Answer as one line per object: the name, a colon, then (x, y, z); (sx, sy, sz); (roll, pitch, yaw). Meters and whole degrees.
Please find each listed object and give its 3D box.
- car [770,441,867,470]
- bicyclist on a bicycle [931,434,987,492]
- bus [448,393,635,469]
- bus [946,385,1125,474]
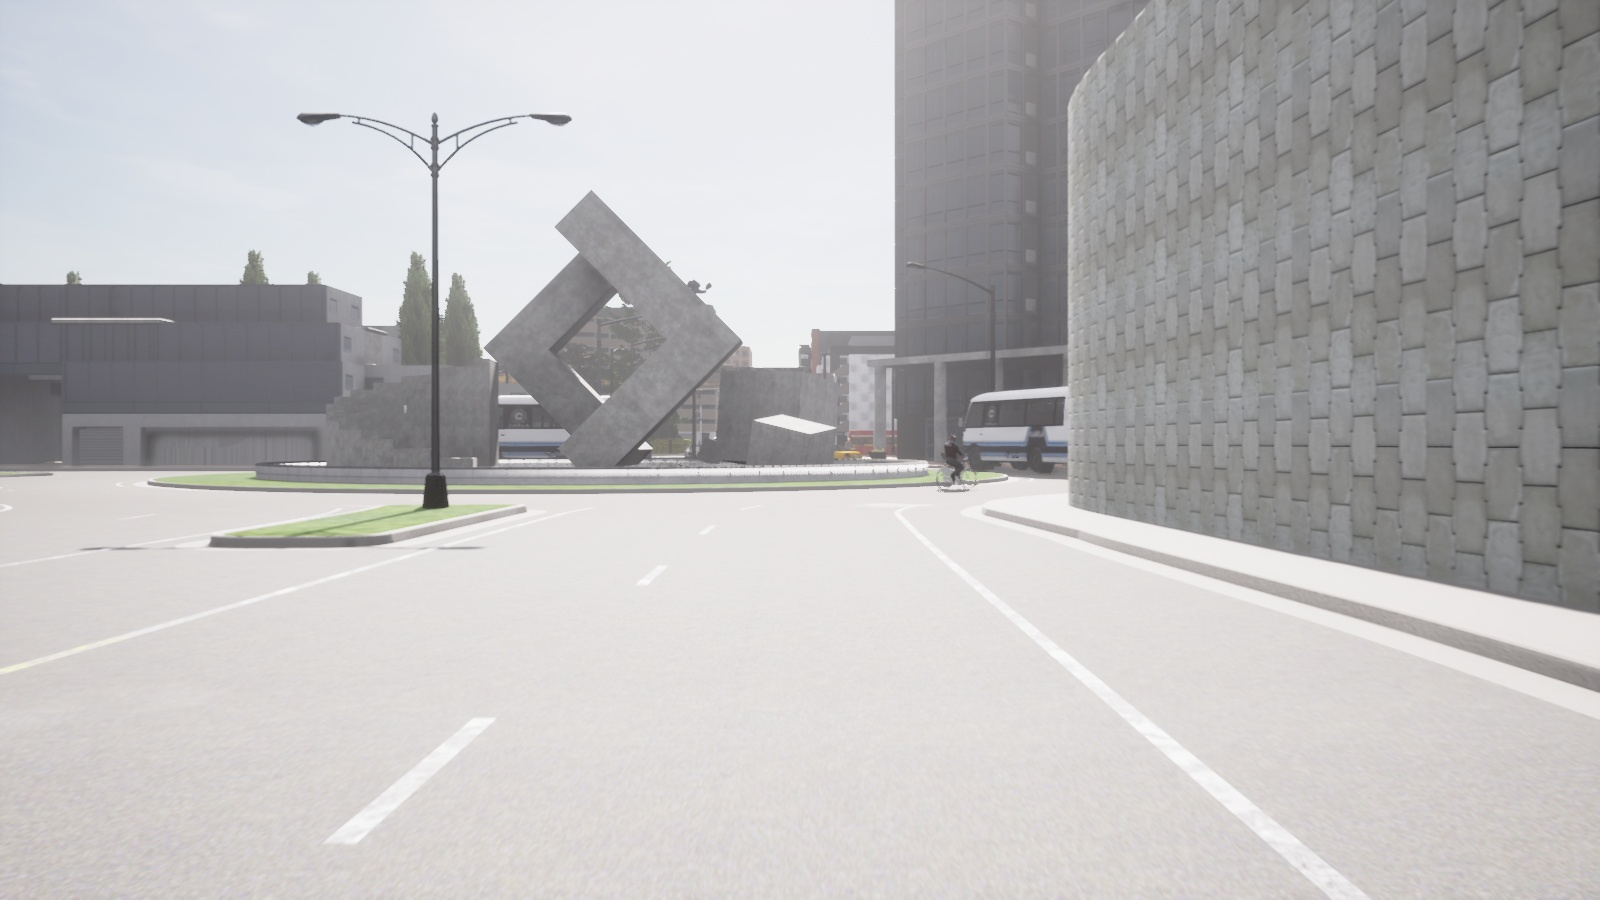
car: (1.022, 0.287, 70.867); (5.366, 1.575, 1.801); (0, 0, 33)
bicyclist on a bicycle: (5.000, 0.399, 39.388); (1.843, 1.776, 0.659); (-1, 0, -40)
bus: (-14.870, -1.050, 72.477); (10.273, 4.253, 3.944); (0, 0, -12)
bus: (11.890, -0.986, 64.877); (3.944, 4.253, 10.273); (0, 0, -24)
